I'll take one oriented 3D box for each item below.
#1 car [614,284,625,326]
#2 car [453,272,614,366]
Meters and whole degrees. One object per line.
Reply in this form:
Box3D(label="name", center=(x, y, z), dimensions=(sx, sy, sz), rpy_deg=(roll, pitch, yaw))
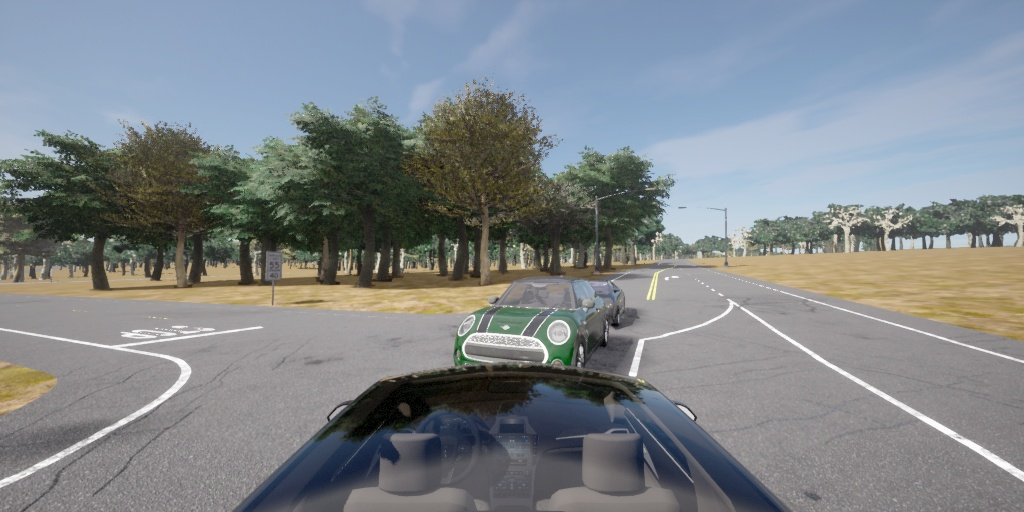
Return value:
Box3D(label="car", center=(2.913, 1.553, 12.861), dimensions=(1.994, 1.385, 4.181), rpy_deg=(-2, 0, 22))
Box3D(label="car", center=(0.686, 1.222, 7.430), dimensions=(2.097, 1.767, 4.553), rpy_deg=(-1, -2, 22))
